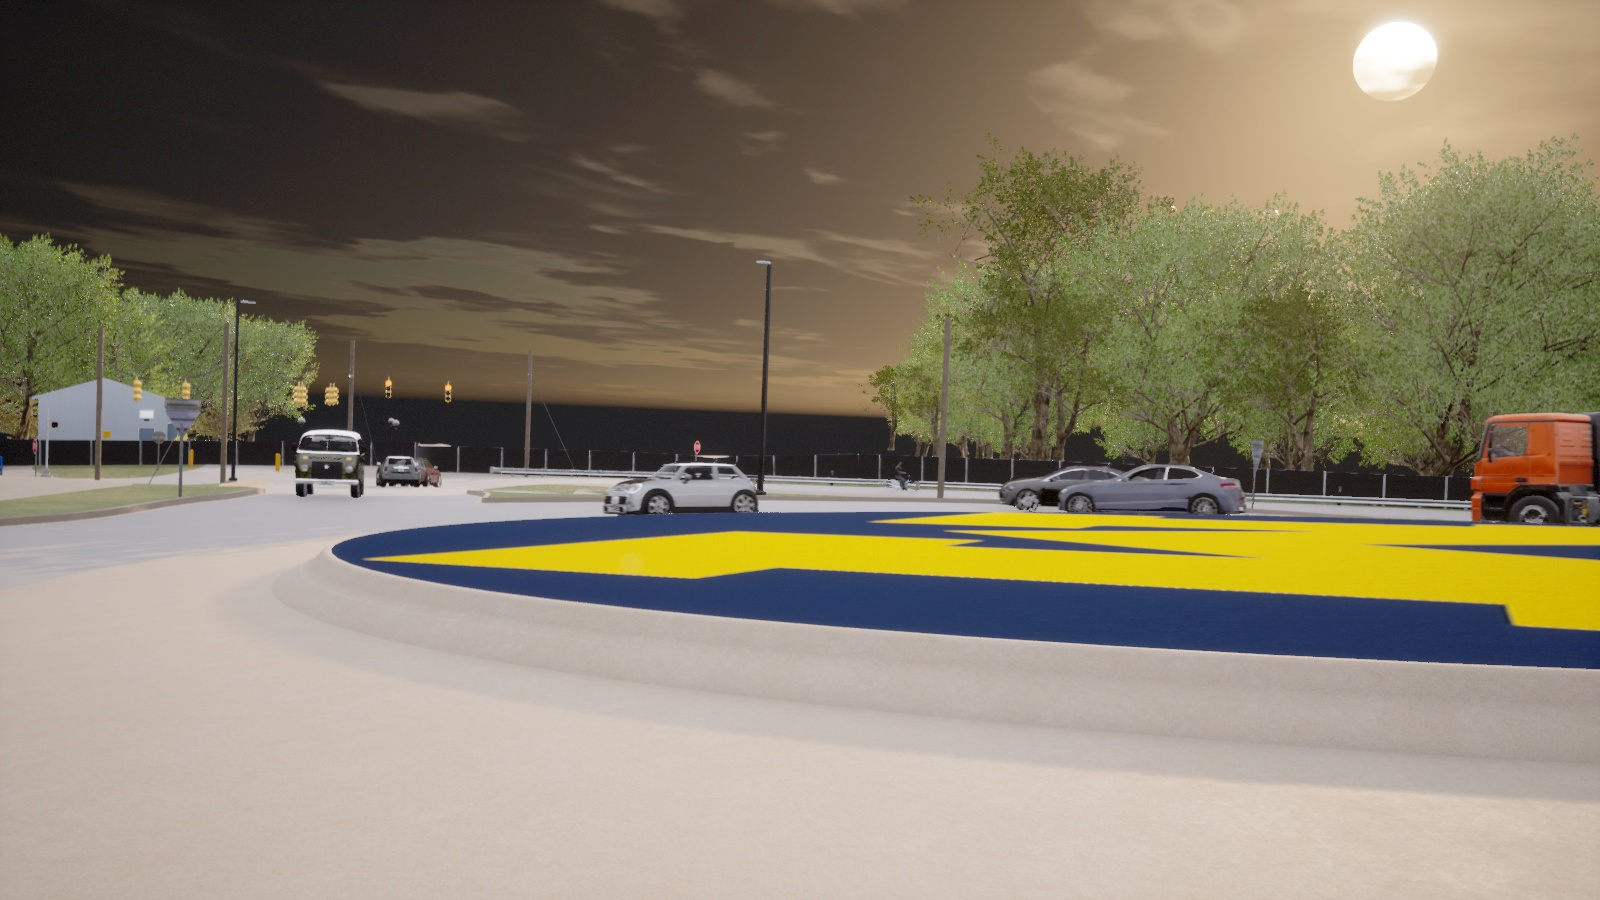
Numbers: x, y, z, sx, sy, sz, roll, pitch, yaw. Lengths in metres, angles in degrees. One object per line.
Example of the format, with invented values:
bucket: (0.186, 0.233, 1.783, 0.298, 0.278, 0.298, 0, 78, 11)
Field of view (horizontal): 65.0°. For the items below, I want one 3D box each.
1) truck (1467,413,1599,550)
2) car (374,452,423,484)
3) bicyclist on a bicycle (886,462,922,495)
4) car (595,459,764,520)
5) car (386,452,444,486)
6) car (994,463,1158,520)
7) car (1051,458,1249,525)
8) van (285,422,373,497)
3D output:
truck: (21.912, 0.836, 32.206, 2.891, 3.462, 7.936, 1, 0, -37)
car: (-19.589, 0.856, 61.199, 1.970, 1.475, 3.806, 2, -1, -22)
bicyclist on a bicycle: (5.724, 1.562, 69.199, 1.843, 1.776, 0.659, 2, 1, 26)
car: (-3.069, 1.000, 32.183, 3.806, 1.475, 1.970, 1, -2, -34)
car: (-21.358, 1.082, 69.836, 2.097, 1.767, 4.553, 3, -1, -5)
car: (8.761, 1.278, 39.827, 4.902, 1.511, 2.128, 2, 2, 15)
car: (9.687, 1.153, 34.772, 5.027, 1.651, 2.152, 1, -4, 22)
van: (-14.182, 0.278, 38.061, 2.069, 2.038, 4.480, 3, -1, -16)
